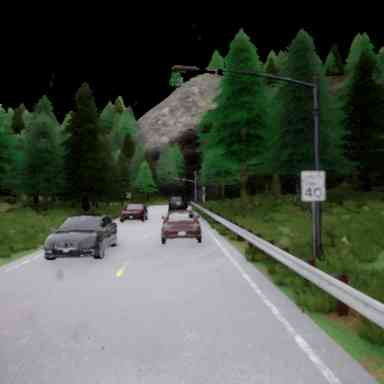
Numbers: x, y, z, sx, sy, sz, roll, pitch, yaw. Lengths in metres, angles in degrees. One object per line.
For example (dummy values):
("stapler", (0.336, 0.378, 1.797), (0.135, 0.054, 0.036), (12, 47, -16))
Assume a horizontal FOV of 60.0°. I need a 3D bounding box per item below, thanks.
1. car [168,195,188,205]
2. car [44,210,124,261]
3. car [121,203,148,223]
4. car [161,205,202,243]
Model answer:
("car", (-1.605, 1.417, 38.777), (2.150, 2.045, 5.566), (-1, 0, -2))
("car", (-4.097, 1.631, 12.969), (1.837, 1.490, 4.892), (-1, 0, -3))
("car", (-4.760, 1.678, 27.915), (1.882, 1.535, 5.008), (-1, 0, -2))
("car", (-0.542, 1.605, 16.442), (1.812, 1.442, 4.674), (-1, 0, -3))
